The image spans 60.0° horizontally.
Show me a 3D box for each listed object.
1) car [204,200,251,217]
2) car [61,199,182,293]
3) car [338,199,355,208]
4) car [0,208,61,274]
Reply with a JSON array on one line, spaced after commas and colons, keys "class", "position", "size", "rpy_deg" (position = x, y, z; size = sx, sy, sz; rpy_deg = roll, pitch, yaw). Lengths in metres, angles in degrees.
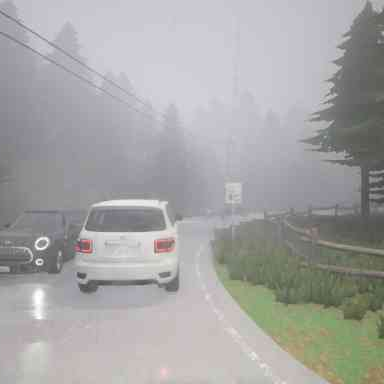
[{"class": "car", "position": [3.087, 1.433, 28.633], "size": [4.902, 1.511, 2.128], "rpy_deg": [0, 0, -44]}, {"class": "car", "position": [-1.435, 1.200, 9.002], "size": [2.150, 2.045, 5.566], "rpy_deg": [0, 0, -3]}, {"class": "car", "position": [17.895, 1.453, 35.982], "size": [4.902, 1.511, 2.128], "rpy_deg": [0, 0, -32]}, {"class": "car", "position": [-4.536, 1.320, 10.483], "size": [2.097, 1.767, 4.553], "rpy_deg": [0, 0, 4]}]
